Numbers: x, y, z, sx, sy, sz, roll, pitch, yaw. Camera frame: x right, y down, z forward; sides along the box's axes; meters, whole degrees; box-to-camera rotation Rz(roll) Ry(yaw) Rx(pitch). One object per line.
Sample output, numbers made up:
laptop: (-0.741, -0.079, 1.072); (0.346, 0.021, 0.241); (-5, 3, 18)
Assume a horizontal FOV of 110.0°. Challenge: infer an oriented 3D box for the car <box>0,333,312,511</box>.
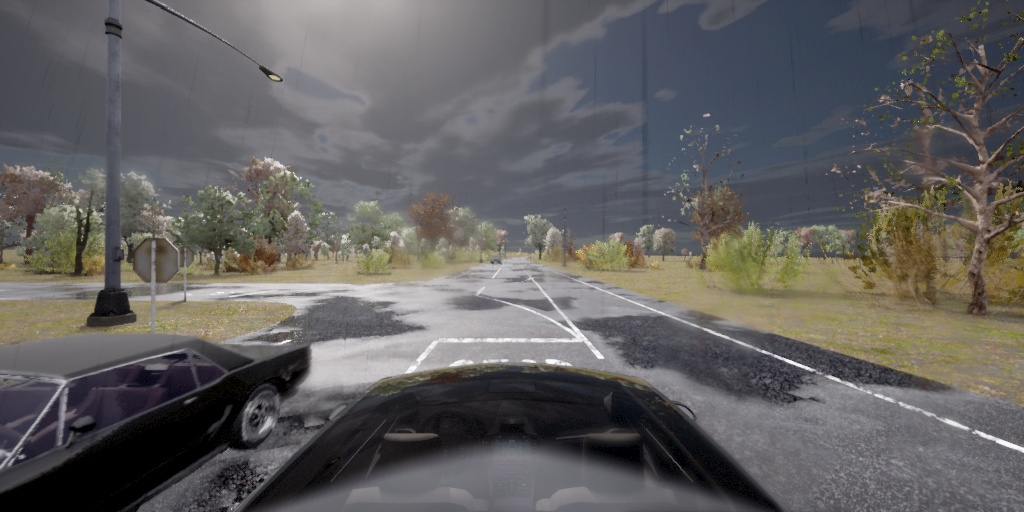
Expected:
car: (-3.518, 1.352, 2.408); (1.895, 1.301, 4.718); (0, 0, 0)
